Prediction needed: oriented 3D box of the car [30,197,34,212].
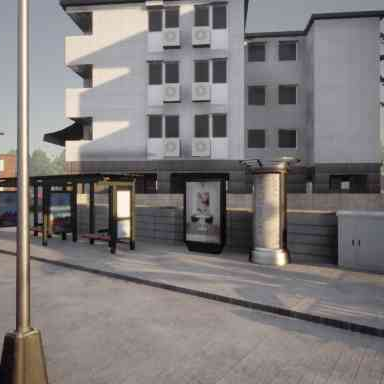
[{"bbox_3d":[-16.871,1.352,34.256,2.097,1.767,4.553,0,0,36],"label":"car"}]
